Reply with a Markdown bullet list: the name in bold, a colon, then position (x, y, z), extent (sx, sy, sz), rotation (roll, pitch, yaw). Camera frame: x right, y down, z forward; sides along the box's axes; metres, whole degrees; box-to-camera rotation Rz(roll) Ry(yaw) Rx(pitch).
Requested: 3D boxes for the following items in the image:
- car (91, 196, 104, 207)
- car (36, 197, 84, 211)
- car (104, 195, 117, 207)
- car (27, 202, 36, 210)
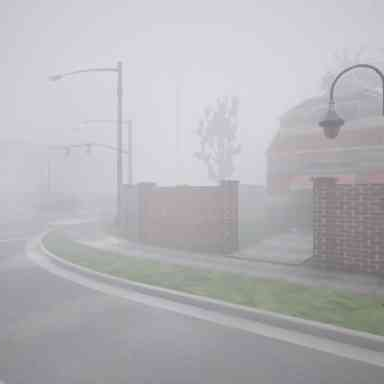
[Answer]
- **car**: position (-12.279, 1.268, 47.955), extent (1.837, 1.490, 4.892), rotation (0, 1, 37)
- **car**: position (-14.949, 1.373, 38.621), extent (1.837, 1.490, 4.892), rotation (0, 1, 36)
- **car**: position (-9.369, 1.285, 46.006), extent (1.812, 1.442, 4.674), rotation (0, 1, 37)
- **car**: position (-17.679, 1.397, 40.809), extent (1.812, 1.442, 4.674), rotation (0, 1, 37)
